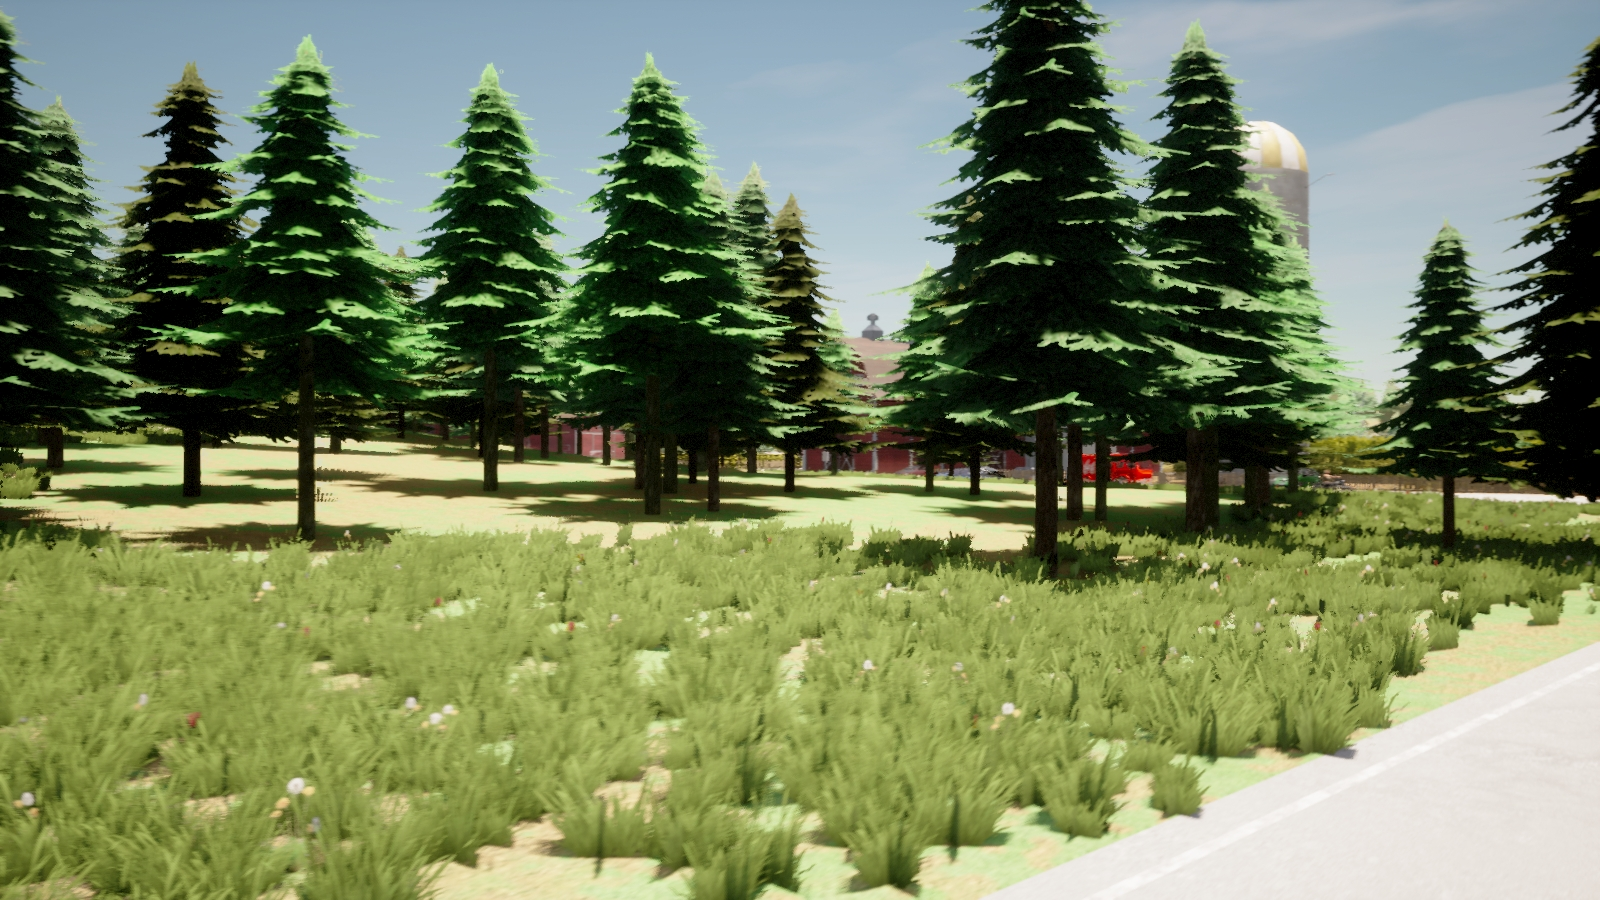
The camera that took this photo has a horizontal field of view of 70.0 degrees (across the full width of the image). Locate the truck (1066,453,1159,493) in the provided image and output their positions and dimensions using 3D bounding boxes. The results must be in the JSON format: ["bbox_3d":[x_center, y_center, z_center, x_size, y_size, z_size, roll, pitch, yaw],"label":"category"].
[{"bbox_3d":[20.082,1.464,73.622,2.627,2.467,5.204,0,0,-42],"label":"truck"}]

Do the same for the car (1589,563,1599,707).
[{"bbox_3d":[11.205,2.041,13.480,4.974,1.542,2.038,0,0,-42],"label":"car"}]

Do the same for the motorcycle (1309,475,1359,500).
[{"bbox_3d":[29.464,2.055,63.076,0.764,1.277,2.356,0,0,-42],"label":"motorcycle"}]
